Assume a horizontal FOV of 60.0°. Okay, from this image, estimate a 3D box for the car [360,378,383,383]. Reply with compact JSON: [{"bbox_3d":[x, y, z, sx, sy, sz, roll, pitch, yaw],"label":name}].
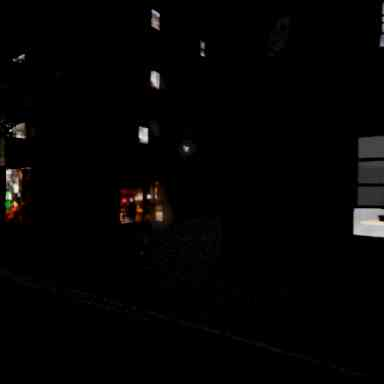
[{"bbox_3d":[2.554,1.575,1.043,4.313,1.339,1.947,0,1,36],"label":"car"}]
